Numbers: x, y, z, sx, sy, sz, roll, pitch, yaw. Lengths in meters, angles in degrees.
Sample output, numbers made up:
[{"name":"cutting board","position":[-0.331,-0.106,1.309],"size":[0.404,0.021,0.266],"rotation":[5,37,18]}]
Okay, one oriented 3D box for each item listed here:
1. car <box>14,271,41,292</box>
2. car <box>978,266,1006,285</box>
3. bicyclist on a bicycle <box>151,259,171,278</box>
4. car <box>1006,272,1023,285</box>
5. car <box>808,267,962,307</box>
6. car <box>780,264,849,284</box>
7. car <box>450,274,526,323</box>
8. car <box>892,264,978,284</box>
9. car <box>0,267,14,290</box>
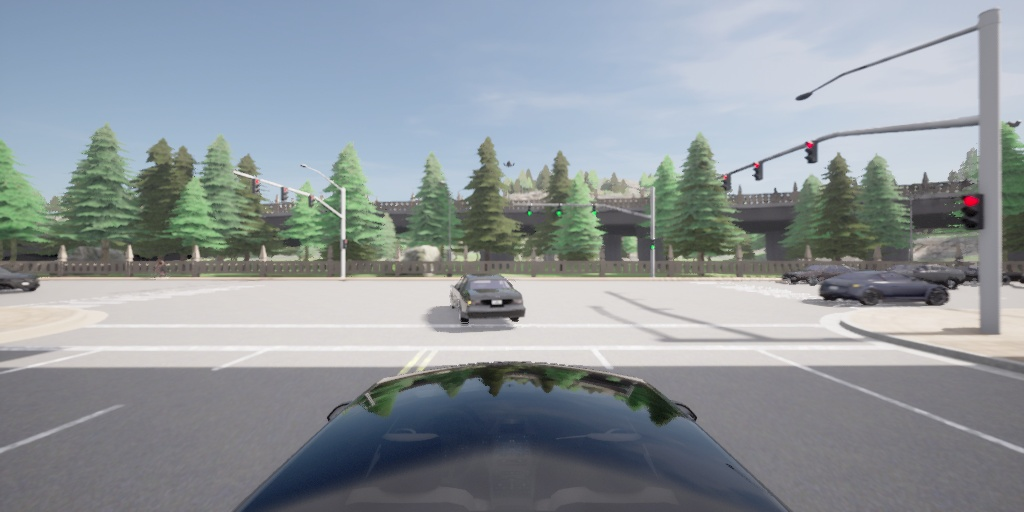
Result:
[{"name":"car","position":[-28.321,1.209,19.055],"size":[5.008,1.535,1.882],"rotation":[0,0,0]},{"name":"car","position":[31.994,1.349,25.161],"size":[4.718,1.301,1.895],"rotation":[0,0,4]},{"name":"bicyclist on a bicycle","position":[-29.456,1.056,30.086],"size":[0.582,1.620,1.656],"rotation":[0,0,1]},{"name":"car","position":[33.869,1.231,21.438],"size":[4.902,1.511,2.128],"rotation":[0,0,6]},{"name":"car","position":[15.309,1.288,14.900],"size":[4.181,1.385,1.994],"rotation":[0,0,-2]},{"name":"car","position":[22.416,1.296,25.564],"size":[5.357,1.411,2.033],"rotation":[0,0,1]},{"name":"car","position":[-1.033,1.309,12.253],"size":[2.033,1.411,5.357],"rotation":[0,0,-14]},{"name":"car","position":[24.531,1.232,21.983],"size":[4.902,1.511,2.128],"rotation":[0,0,2]},{"name":"car","position":[-25.636,1.215,15.494],"size":[4.902,1.511,2.128],"rotation":[0,0,-2]}]
